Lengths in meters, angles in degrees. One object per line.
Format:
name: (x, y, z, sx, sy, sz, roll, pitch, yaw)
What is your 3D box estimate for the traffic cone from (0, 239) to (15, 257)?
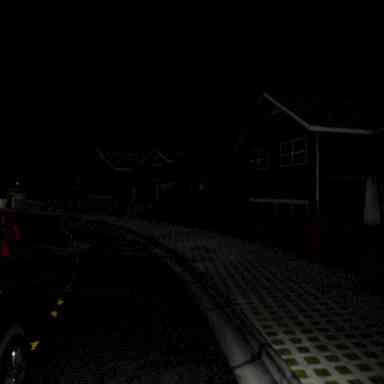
traffic cone: (-6.729, 2.025, 12.043, 0.340, 0.580, 0.340, 0, 0, -20)

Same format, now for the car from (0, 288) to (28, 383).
car: (-2.721, 1.367, 1.806, 2.097, 1.767, 4.553, 0, 0, -6)

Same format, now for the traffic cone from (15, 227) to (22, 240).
traffic cone: (-8.576, 2.041, 16.377, 0.340, 0.580, 0.340, 0, 0, -26)

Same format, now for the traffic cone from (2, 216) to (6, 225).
traffic cone: (-13.700, 2.073, 24.267, 0.340, 0.580, 0.340, 0, 0, -40)
